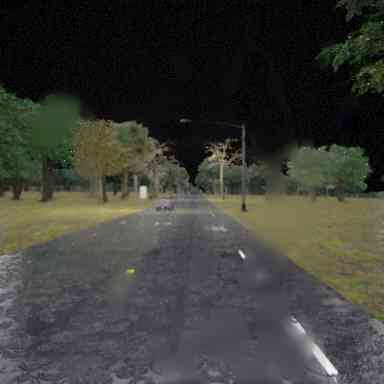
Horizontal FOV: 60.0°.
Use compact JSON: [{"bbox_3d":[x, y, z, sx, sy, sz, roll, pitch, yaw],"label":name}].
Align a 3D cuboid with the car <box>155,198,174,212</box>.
[{"bbox_3d":[-3.185,1.523,39.489,1.837,1.490,4.892,0,-1,1],"label":"car"}]
